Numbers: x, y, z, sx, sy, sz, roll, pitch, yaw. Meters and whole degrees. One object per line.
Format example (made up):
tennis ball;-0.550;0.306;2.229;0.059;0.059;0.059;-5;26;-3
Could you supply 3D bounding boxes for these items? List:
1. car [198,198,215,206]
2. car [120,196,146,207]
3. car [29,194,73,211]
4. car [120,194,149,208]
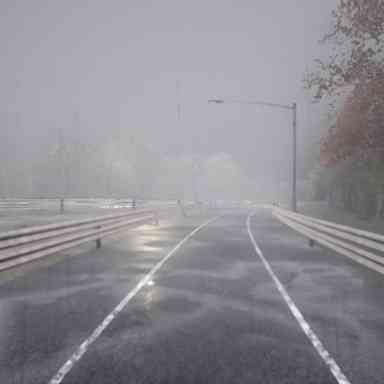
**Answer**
car;3.033;2.021;67.690;2.097;1.767;4.553;1;-2;29
car;-10.248;1.649;58.429;2.097;1.767;4.553;0;-1;30
car;-15.076;1.093;35.820;2.097;1.767;4.553;0;-1;30
car;-9.143;1.400;53.297;2.150;2.045;5.566;0;-1;30
